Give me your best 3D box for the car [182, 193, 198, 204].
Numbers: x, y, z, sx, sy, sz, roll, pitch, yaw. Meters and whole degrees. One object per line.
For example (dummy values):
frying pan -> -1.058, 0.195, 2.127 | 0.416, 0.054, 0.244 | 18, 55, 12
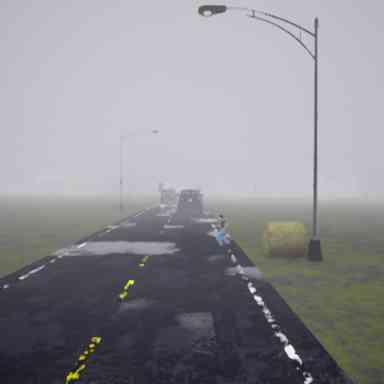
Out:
car -> -0.260, 0.888, 44.942 | 1.994, 1.385, 4.181 | 0, 1, 0

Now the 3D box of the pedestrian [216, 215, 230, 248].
pedestrian -> 1.163, 1.381, 12.246 | 0.375, 1.300, 0.375 | 0, 1, 2

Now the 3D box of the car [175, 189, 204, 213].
car -> -0.144, 0.761, 29.917 | 2.150, 2.045, 5.566 | 0, 0, 0

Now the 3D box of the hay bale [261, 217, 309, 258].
hay bale -> 3.049, 1.480, 11.085 | 1.220, 1.180, 1.240 | 1, 1, 0

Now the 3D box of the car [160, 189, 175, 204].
car -> -3.179, 0.535, 45.905 | 2.150, 2.045, 5.566 | 0, 1, 0
